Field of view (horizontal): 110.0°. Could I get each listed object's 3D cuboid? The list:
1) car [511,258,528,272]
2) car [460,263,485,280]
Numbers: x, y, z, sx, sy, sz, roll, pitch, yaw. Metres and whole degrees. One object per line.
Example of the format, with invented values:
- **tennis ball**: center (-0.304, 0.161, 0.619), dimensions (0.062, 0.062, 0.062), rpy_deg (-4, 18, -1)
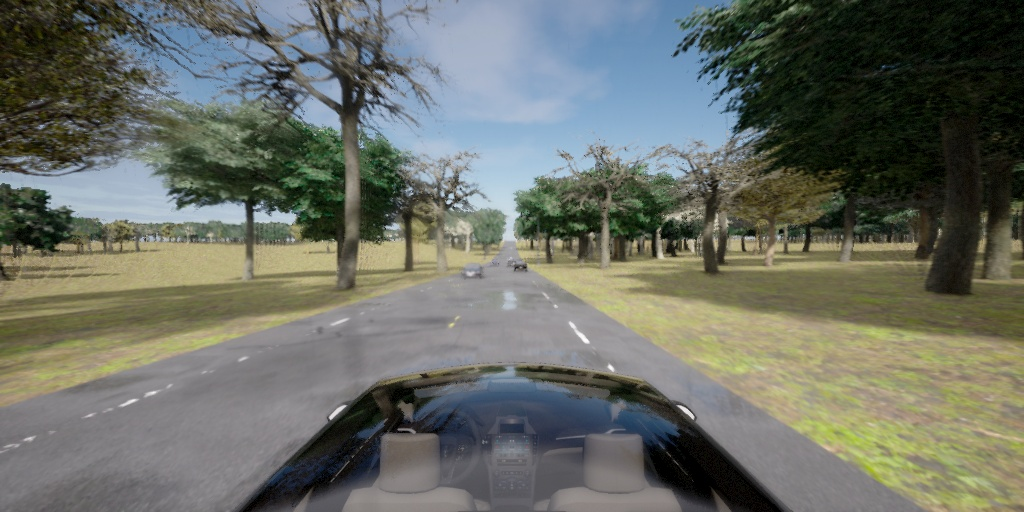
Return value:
- **car**: center (1.213, 1.416, 51.160), dimensions (1.882, 1.535, 5.008), rpy_deg (0, 0, 0)
- **car**: center (-3.585, 1.375, 33.411), dimensions (1.812, 1.442, 4.674), rpy_deg (0, 0, 0)
